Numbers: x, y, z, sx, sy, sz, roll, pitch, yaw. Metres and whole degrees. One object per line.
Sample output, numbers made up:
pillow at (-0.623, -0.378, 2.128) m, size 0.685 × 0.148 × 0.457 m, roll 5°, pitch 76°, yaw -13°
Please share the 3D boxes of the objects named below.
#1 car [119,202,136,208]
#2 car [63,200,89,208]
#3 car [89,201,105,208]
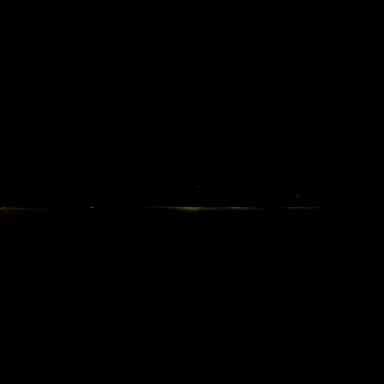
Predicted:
car at (-16.540, 3.339, 85.808) m, size 1.895 × 1.301 × 4.718 m, roll 0°, pitch -2°, yaw 35°
car at (-25.752, 2.463, 72.869) m, size 2.097 × 1.767 × 4.553 m, roll 0°, pitch -2°, yaw 35°
car at (-23.496, 3.029, 80.778) m, size 1.882 × 1.535 × 5.008 m, roll 0°, pitch -2°, yaw 35°
